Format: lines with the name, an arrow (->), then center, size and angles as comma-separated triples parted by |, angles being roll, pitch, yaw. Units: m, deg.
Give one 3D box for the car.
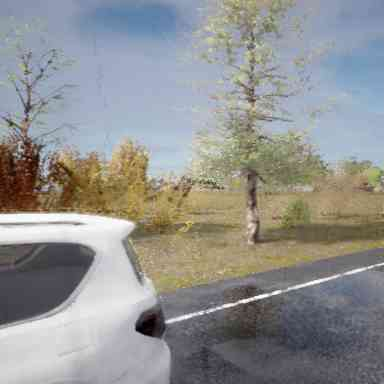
car -> -2.783, 1.226, 2.005 | 5.566, 2.045, 2.150 | 0, 0, -35
